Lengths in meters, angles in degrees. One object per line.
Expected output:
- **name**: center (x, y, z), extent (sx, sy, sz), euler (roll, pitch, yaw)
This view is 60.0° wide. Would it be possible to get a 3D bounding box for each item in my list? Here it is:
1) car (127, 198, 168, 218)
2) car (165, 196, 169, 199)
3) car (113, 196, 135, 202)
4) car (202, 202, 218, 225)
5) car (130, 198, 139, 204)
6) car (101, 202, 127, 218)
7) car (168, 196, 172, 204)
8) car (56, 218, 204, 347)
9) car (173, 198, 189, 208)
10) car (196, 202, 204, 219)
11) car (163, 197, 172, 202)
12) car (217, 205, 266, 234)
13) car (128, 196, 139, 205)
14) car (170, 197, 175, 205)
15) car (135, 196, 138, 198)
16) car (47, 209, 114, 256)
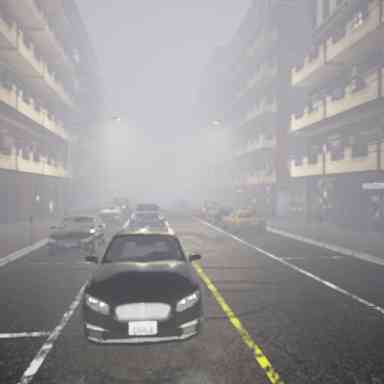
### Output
- **car**: center (-2.887, 1.473, 21.563), extent (2.097, 1.767, 4.553), euler (0, 0, -8)
- **car**: center (-4.553, 1.902, 75.558), extent (1.967, 1.590, 4.097), euler (0, 0, -8)
- **car**: center (-7.538, 1.496, 35.599), extent (2.192, 1.841, 5.009), euler (0, 0, -8)
- **car**: center (2.290, 1.746, 25.606), extent (1.947, 1.339, 4.313), euler (0, 0, -8)
- **car**: center (-12.858, 1.983, 74.449), extent (1.802, 1.307, 4.206), euler (0, 0, -8)
- **car**: center (-6.016, 1.670, 24.498), extent (2.008, 1.369, 4.403), euler (0, 0, -8)
- **car**: center (-3.054, 1.925, 64.626), extent (1.752, 1.417, 4.829), euler (0, 0, -8)
- **car**: center (-0.959, 1.530, 6.782), extent (2.128, 1.511, 4.902), euler (0, 0, -7)
- **car**: center (-1.511, 1.902, 53.357), extent (1.947, 1.339, 4.313), euler (0, 0, -8)
- **car**: center (1.529, 1.651, 31.157), extent (1.967, 1.590, 4.097), euler (0, 0, -8)
- **car**: center (-6.832, 2.108, 92.207), extent (2.008, 1.369, 4.403), euler (0, 0, -8)
- **car**: center (3.027, 1.675, 20.225), extent (1.752, 1.417, 4.829), euler (0, 0, -8)
- **car**: center (-12.100, 1.684, 68.900), extent (2.192, 1.841, 5.009), euler (0, 0, -8)
- **car**: center (-2.271, 1.918, 58.908), extent (2.008, 1.369, 4.403), euler (0, 0, -8)
- **car**: center (-11.338, 1.888, 63.349), extent (2.008, 1.369, 4.403), euler (0, 0, -8)
- **car**: center (-4.496, 1.608, 13.398), extent (2.008, 1.369, 4.403), euler (0, 0, -8)
